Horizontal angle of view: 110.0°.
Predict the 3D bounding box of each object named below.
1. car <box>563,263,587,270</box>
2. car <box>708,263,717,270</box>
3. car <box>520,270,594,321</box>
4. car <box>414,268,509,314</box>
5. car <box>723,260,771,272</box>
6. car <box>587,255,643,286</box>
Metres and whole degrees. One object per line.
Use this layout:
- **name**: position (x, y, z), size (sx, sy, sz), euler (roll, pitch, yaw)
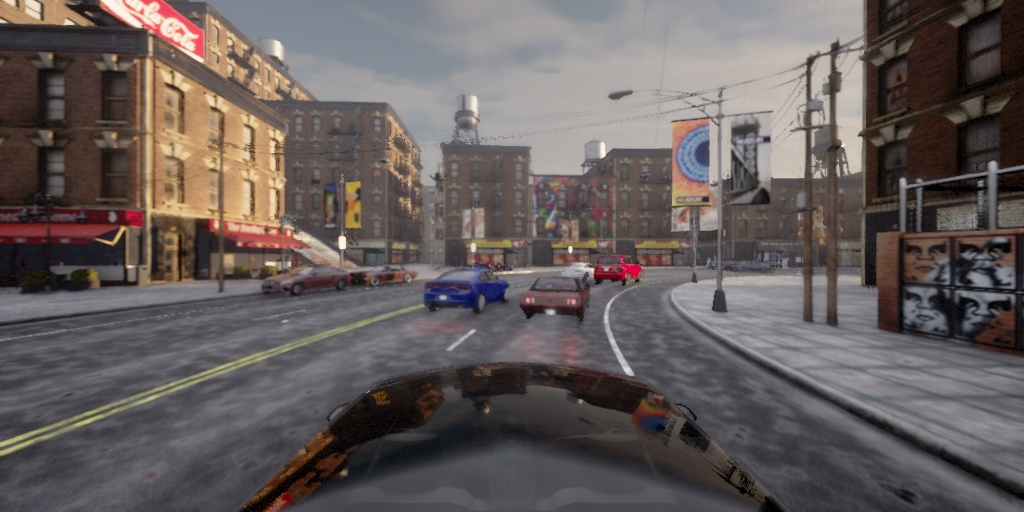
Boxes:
- **car**: position (5.626, 1.244, 28.537), size (1.812, 1.442, 4.674), euler (0, 0, 36)
- **car**: position (30.252, 1.304, 49.887), size (5.357, 1.411, 2.033), euler (0, 0, -5)
- **car**: position (1.709, 1.336, 12.521), size (1.895, 1.301, 4.718), euler (0, 0, 15)
- **car**: position (-1.532, 1.201, 13.879), size (1.882, 1.535, 5.008), euler (0, 0, 16)
- **car**: position (30.463, 1.310, 46.419), size (5.357, 1.411, 2.033), euler (0, 0, -5)
- **car**: position (7.586, 0.954, 25.388), size (2.150, 2.045, 5.566), euler (0, 0, 34)
